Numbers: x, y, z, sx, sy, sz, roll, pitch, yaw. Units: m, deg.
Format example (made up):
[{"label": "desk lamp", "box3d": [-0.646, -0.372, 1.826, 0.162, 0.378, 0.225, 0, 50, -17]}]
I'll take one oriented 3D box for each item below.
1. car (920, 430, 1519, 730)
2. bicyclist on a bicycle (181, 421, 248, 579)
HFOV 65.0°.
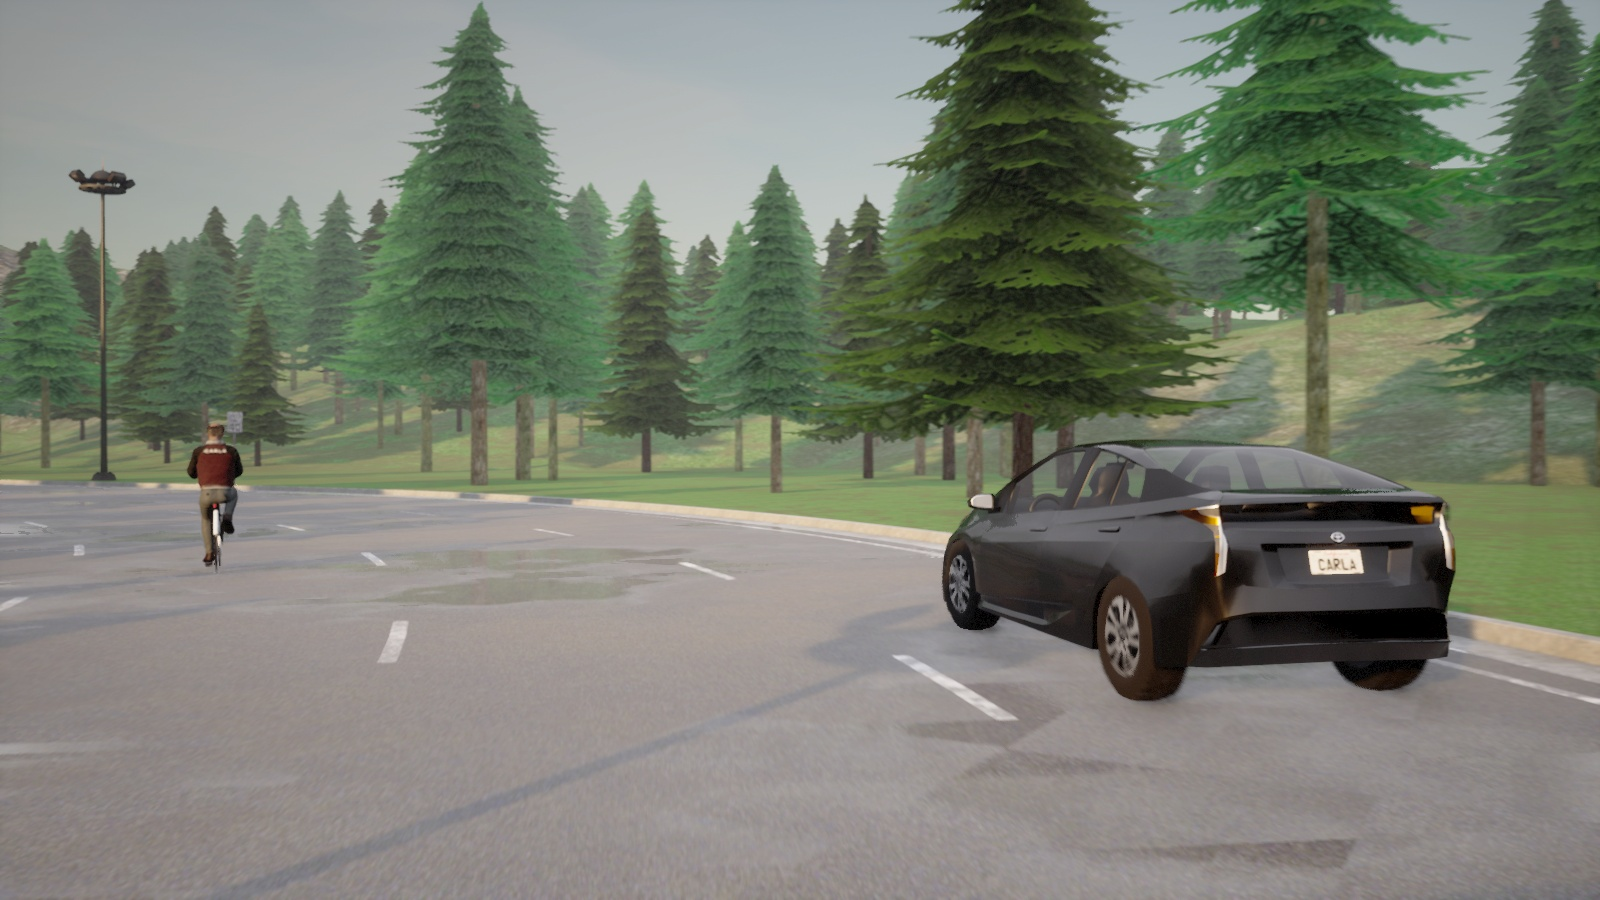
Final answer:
[{"label": "car", "box3d": [2.450, 0.648, 8.787, 2.007, 1.525, 4.514, 0, 0, -11]}, {"label": "bicyclist on a bicycle", "box3d": [-7.009, 0.547, 15.099, 0.659, 1.776, 1.843, -1, 1, -24]}]
